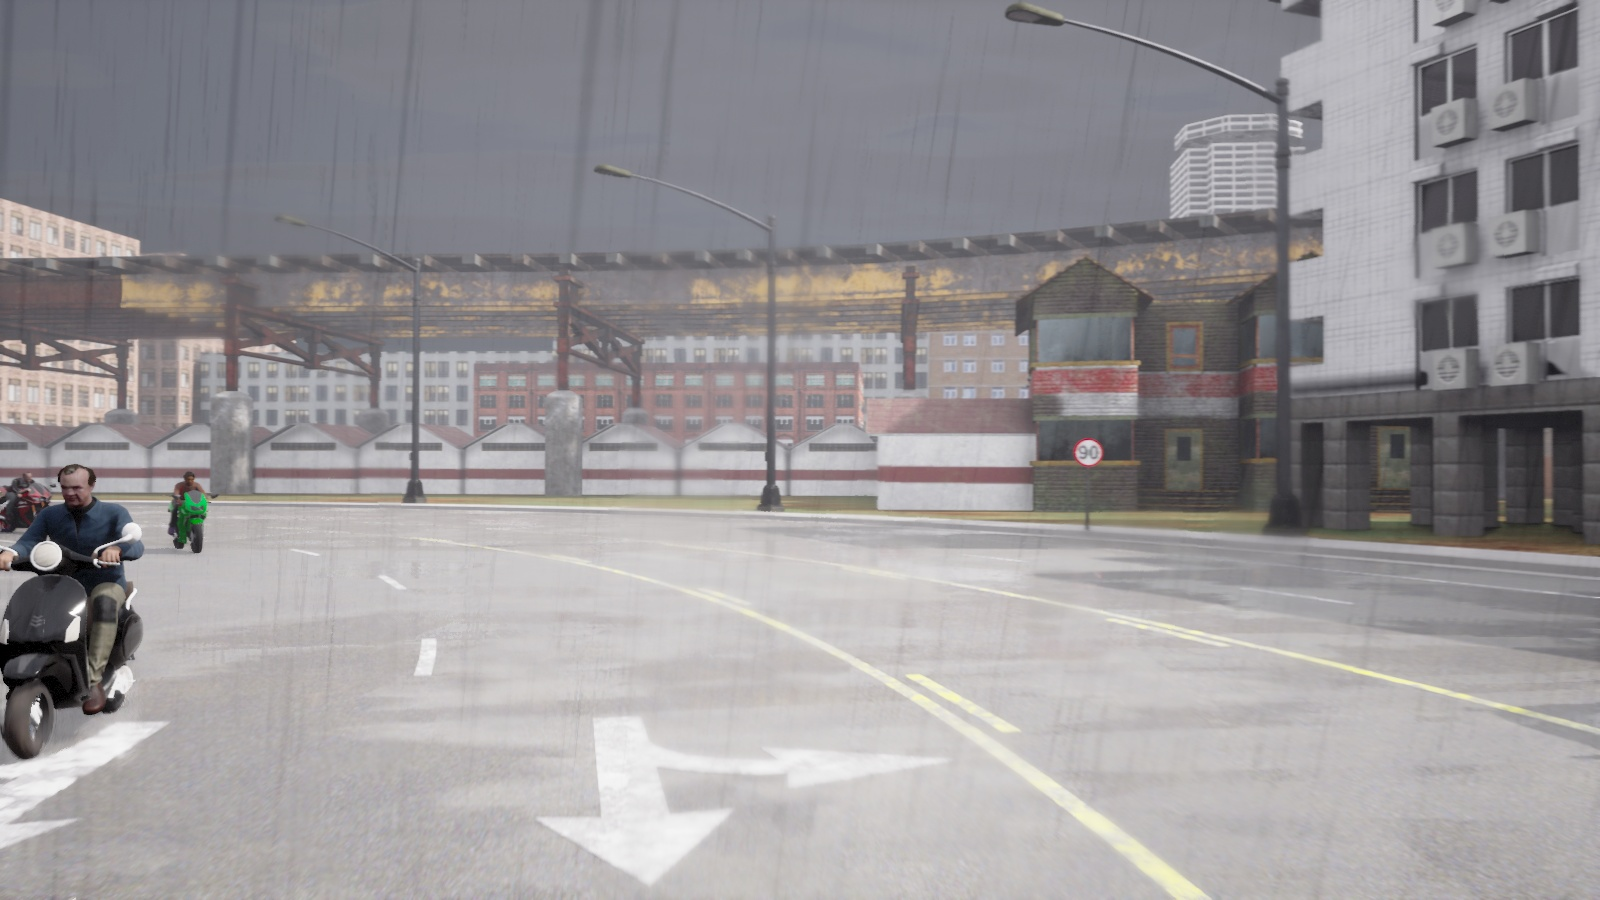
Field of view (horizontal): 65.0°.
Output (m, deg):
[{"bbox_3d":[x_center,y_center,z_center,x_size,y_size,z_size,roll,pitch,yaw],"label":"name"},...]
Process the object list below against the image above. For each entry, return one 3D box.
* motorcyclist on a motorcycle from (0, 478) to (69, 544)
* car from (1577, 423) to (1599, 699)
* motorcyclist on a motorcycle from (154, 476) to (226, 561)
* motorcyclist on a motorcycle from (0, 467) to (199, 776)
[{"bbox_3d":[-18.714,1.449,30.384,2.191,1.530,0.866,-1,-1,33],"label":"motorcyclist on a motorcycle"},{"bbox_3d":[6.576,0.708,6.467,1.932,1.855,4.605,0,-1,-6],"label":"car"},{"bbox_3d":[-11.458,1.247,23.561,0.797,1.523,2.044,0,-1,-38],"label":"motorcyclist on a motorcycle"},{"bbox_3d":[-4.267,0.911,7.430,0.866,1.590,1.817,-1,-1,-12],"label":"motorcyclist on a motorcycle"}]
